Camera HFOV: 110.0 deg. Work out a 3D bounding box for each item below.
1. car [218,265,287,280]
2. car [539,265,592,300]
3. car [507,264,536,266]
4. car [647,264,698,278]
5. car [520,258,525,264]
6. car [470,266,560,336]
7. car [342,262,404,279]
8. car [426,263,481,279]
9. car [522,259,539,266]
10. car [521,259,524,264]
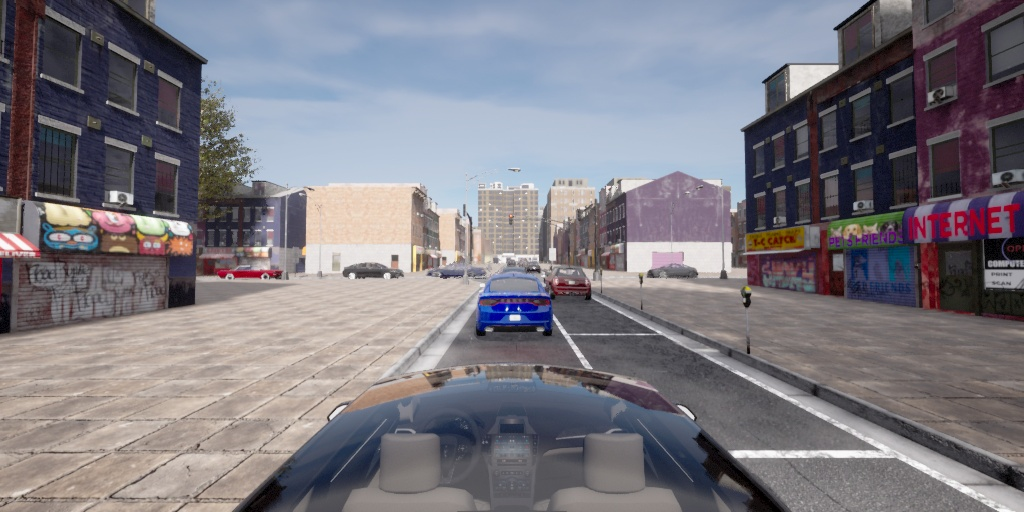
[{"bbox_3d":[-21.518,1.438,29.947,4.718,1.301,1.895,-1,-2,0],"label":"car"},{"bbox_3d":[2.628,1.207,17.850,1.967,1.591,4.097,0,0,0],"label":"car"},{"bbox_3d":[0.092,1.293,18.049,1.812,1.442,4.674,0,0,0],"label":"car"},{"bbox_3d":[14.591,1.379,32.686,4.181,1.385,1.994,0,-2,0],"label":"car"},{"bbox_3d":[2.611,1.451,55.636,1.751,1.417,4.829,0,0,0],"label":"car"},{"bbox_3d":[0.035,1.234,10.503,1.882,1.535,5.008,0,0,-1],"label":"car"},{"bbox_3d":[-11.520,1.272,29.903,4.892,1.490,1.837,0,-2,2],"label":"car"},{"bbox_3d":[-5.048,1.380,32.794,5.357,1.411,2.033,0,-2,1],"label":"car"},{"bbox_3d":[2.616,1.422,44.594,1.948,1.339,4.313,0,0,0],"label":"car"},{"bbox_3d":[2.614,1.455,50.030,1.948,1.339,4.313,0,0,0],"label":"car"}]
